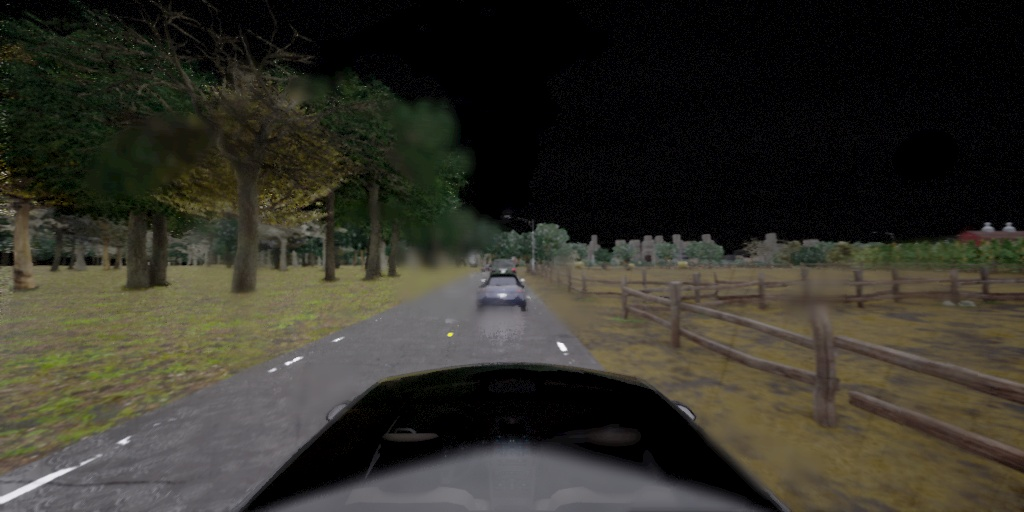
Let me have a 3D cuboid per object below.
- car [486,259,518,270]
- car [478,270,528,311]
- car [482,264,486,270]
[{"bbox_3d":[-0.680,1.287,29.496,2.150,2.045,5.566,0,0,-1],"label":"car"},{"bbox_3d":[-0.370,1.463,15.421,1.994,1.385,4.181,0,-1,-1],"label":"car"},{"bbox_3d":[-4.149,2.118,62.618,1.994,1.385,4.181,0,-1,-1],"label":"car"}]
